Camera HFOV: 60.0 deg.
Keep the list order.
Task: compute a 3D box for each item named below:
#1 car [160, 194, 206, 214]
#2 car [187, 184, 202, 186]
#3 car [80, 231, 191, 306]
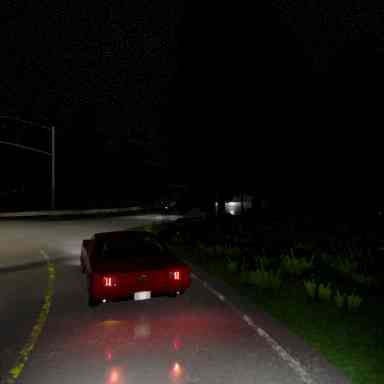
[{"bbox_3d":[-0.615,0.954,32.394,2.150,2.045,5.566,0,2,39],"label":"car"},{"bbox_3d":[0.753,-0.847,57.359,1.882,1.535,5.008,0,4,-26],"label":"car"},{"bbox_3d":[-1.678,1.601,8.145,1.895,1.301,4.718,0,0,-21],"label":"car"}]
